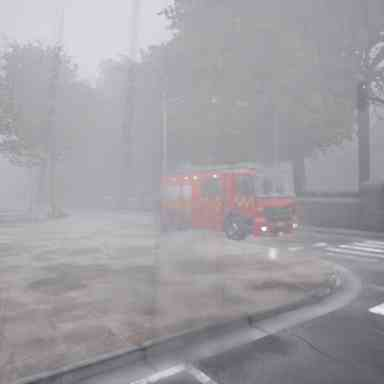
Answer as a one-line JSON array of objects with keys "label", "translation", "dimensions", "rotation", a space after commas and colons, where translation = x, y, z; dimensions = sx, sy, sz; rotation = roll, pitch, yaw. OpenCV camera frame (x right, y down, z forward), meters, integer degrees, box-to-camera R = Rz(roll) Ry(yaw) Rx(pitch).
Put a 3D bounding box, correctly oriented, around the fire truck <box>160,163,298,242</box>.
[{"label": "fire truck", "translation": [1.530, 0.453, 18.431], "dimensions": [2.891, 3.827, 8.468], "rotation": [0, 0, -36]}]
